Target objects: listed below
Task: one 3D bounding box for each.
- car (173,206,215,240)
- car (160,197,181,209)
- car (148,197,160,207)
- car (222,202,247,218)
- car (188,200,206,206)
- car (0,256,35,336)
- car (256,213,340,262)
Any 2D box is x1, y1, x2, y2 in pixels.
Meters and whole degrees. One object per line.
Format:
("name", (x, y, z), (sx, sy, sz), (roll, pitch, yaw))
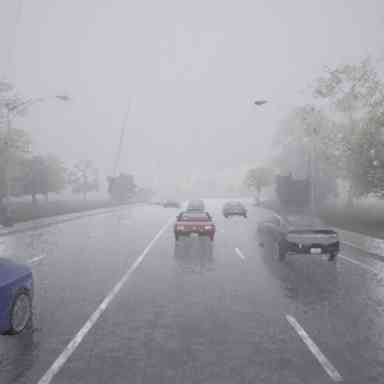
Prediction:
("car", (0.115, 1.601, 16.891), (1.895, 1.301, 4.718), (0, 0, 0))
("car", (-2.657, 1.600, 44.558), (1.895, 1.301, 4.718), (0, 0, 5))
("car", (-5.463, 1.521, 51.540), (1.812, 1.442, 4.674), (0, 0, 7))
("car", (3.821, 1.565, 30.594), (1.994, 1.385, 4.181), (0, 0, 1))
("car", (0.490, 1.548, 35.639), (2.033, 1.411, 5.357), (0, 0, 3))
("car", (-3.597, 1.526, 3.979), (1.812, 1.442, 4.674), (0, 0, 0))
("car", (3.606, 1.492, 12.100), (2.128, 1.511, 4.902), (0, 0, 0))
